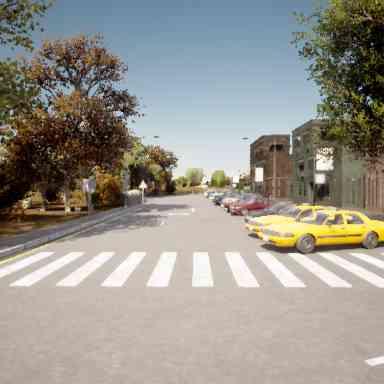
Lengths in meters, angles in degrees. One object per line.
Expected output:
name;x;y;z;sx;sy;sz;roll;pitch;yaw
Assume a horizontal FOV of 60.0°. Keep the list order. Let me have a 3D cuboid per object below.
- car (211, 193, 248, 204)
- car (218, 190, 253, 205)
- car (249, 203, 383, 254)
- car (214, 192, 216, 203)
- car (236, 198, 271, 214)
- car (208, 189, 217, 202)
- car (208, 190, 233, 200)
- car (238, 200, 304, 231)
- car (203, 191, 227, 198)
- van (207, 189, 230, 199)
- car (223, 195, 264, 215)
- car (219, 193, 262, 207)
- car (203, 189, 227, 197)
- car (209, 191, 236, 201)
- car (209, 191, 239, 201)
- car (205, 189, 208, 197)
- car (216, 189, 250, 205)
car;5.491;0.939;48.827;4.792;1.488;2.163;1;1;-20
car;5.446;0.961;33.835;4.553;1.767;2.185;1;1;-20
car;5.150;1.357;12.761;5.366;1.575;1.946;1;1;-20
car;5.450;1.053;39.834;4.674;1.452;2.002;1;0;-20
car;5.347;1.283;18.826;4.892;1.521;2.231;1;1;-20
car;5.465;0.727;42.809;5.566;2.045;2.435;1;1;-20
car;5.680;0.599;66.857;4.553;1.767;2.185;1;1;-20
car;5.156;1.318;15.762;5.366;1.575;1.946;0;1;-20
car;5.529;0.605;78.806;5.366;1.575;1.946;1;1;-20
van;5.790;0.443;72.904;4.442;1.987;1.878;1;0;-20
car;5.380;1.203;27.826;4.674;1.452;2.002;0;1;-20
car;5.367;1.153;30.817;4.792;1.488;2.163;1;1;-20
car;5.746;0.302;84.895;5.566;2.045;2.435;1;0;-20
car;5.576;0.657;60.841;4.553;1.767;2.185;1;0;-20
car;5.555;0.687;57.840;4.553;1.767;2.185;1;0;-20
car;5.519;0.625;51.825;5.566;2.045;2.435;1;1;-20
car;5.466;0.924;36.836;4.553;1.767;2.185;1;1;-20
